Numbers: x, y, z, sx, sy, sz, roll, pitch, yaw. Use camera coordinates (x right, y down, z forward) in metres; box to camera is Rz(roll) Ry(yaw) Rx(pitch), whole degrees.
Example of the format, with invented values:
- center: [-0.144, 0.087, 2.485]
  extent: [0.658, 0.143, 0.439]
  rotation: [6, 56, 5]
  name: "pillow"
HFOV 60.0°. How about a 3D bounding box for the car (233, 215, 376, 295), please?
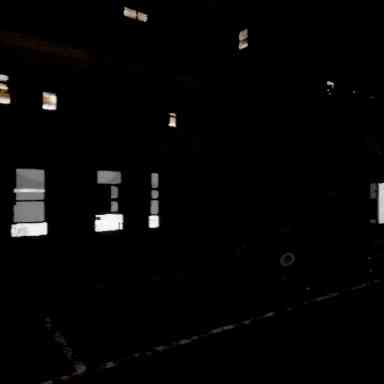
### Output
- center: [2.986, 1.455, 8.691]
  extent: [4.097, 1.590, 1.967]
  rotation: [0, 0, -36]
  name: "car"
